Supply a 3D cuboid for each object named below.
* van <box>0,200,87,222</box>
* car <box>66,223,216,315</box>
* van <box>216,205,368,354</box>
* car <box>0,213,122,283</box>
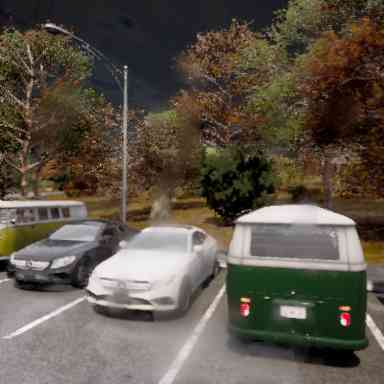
[{"bbox_3d":[-5.398,1.283,11.152,1.878,1.987,4.442,0,-1,15],"label":"van"},{"bbox_3d":[-0.574,1.534,7.845,2.002,1.452,4.674,0,-1,15],"label":"car"},{"bbox_3d":[1.845,1.265,6.250,1.878,1.987,4.442,0,-1,16],"label":"van"},{"bbox_3d":[-2.973,1.542,9.554,2.002,1.452,4.674,0,-1,16],"label":"car"}]
